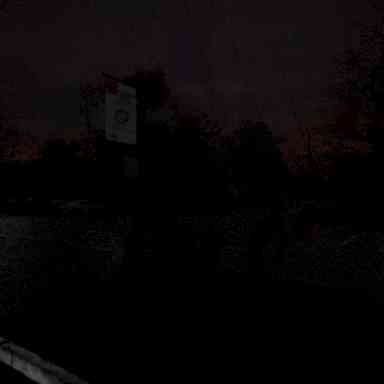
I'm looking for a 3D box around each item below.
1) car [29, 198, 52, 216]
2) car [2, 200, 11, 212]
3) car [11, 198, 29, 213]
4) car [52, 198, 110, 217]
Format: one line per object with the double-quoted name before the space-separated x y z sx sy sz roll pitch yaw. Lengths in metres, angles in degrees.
"car" -11.941 1.316 30.994 2.097 1.535 5.008 0 0 35
"car" -17.284 1.321 34.782 2.002 1.452 4.674 0 0 35
"car" -14.615 1.299 32.882 2.231 1.521 4.892 0 0 35
"car" -9.380 1.373 29.163 2.002 1.452 4.674 0 0 35
